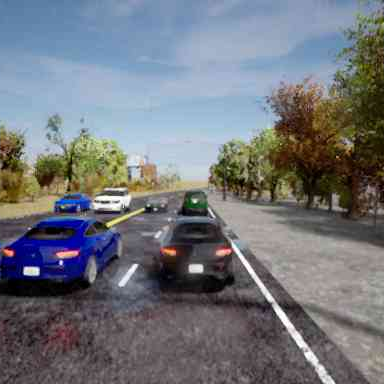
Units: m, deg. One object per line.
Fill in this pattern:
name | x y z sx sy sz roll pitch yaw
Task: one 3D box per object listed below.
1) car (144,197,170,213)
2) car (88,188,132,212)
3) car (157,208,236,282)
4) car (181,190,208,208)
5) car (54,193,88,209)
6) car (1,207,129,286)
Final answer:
car | -3.013 1.126 29.858 1.895 1.301 4.718 2 1 0
car | -6.469 0.686 27.602 2.150 2.045 5.566 2 1 0
car | 0.130 1.406 9.251 1.812 1.442 4.674 0 1 1
car | 0.234 0.826 29.072 2.150 2.045 5.566 0 1 0
car | -9.723 0.857 27.635 1.882 1.535 5.008 2 1 0
car | -3.117 1.348 8.778 1.812 1.442 4.674 2 1 0
